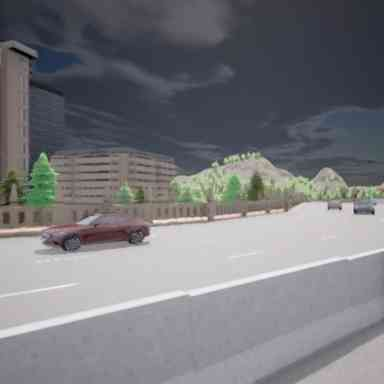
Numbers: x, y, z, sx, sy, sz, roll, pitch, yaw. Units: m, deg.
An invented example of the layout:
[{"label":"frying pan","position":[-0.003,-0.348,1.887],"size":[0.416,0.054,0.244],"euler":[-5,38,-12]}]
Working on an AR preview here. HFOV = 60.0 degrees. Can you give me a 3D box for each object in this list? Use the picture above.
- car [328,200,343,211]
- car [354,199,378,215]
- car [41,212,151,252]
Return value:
[{"label":"car","position":[20.204,1.895,46.914],"size":[1.812,1.442,4.674],"euler":[0,0,23]},{"label":"car","position":[19.359,1.625,37.294],"size":[2.097,1.767,4.553],"euler":[0,-1,28]},{"label":"car","position":[-3.978,1.616,14.423],"size":[4.674,1.442,1.812],"euler":[0,0,-40]}]
